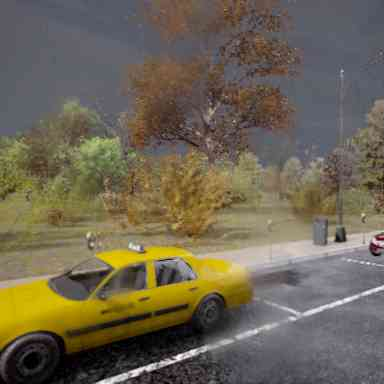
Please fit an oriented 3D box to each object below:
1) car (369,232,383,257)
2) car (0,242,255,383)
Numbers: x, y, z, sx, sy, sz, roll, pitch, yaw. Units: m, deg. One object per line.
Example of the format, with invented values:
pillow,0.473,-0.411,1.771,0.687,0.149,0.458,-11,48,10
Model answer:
car,8.010,1.617,11.837,4.206,1.307,1.802,0,1,-36
car,-1.128,1.530,5.289,4.829,1.417,1.752,0,1,-36
